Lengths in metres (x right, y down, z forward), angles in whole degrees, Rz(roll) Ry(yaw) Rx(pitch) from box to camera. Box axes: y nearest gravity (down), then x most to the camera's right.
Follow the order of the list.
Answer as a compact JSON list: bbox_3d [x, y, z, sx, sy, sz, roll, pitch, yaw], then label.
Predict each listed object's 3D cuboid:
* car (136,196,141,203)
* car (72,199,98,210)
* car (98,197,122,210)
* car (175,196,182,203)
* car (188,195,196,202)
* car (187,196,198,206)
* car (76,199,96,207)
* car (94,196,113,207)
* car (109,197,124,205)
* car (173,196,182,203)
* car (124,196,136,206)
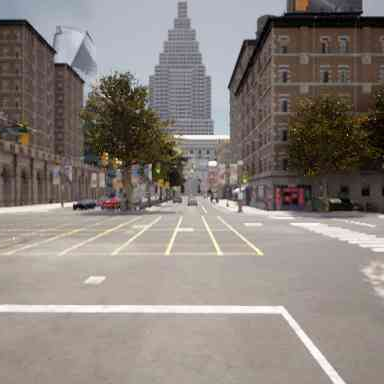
[{"bbox_3d":[-11.503,1.695,67.493,2.097,1.767,4.553,0,0,0],"label":"car"},{"bbox_3d":[-15.075,1.837,46.479,1.895,1.301,4.718,0,0,0],"label":"car"},{"bbox_3d":[-11.571,1.720,47.705,1.882,1.535,5.008,0,0,0],"label":"car"},{"bbox_3d":[-3.504,1.942,87.094,1.837,1.490,4.892,0,0,0],"label":"car"},{"bbox_3d":[-0.004,1.798,87.178,2.097,1.767,4.553,0,0,0],"label":"car"},{"bbox_3d":[0.097,1.876,64.614,2.033,1.411,5.357,0,0,0],"label":"car"},{"bbox_3d":[-18.252,1.887,57.593,1.895,1.301,4.718,0,0,0],"label":"car"},{"bbox_3d":[-15.002,1.640,56.588,2.097,1.767,4.553,0,0,0],"label":"car"},{"bbox_3d":[-15.003,1.816,66.687,1.882,1.535,5.008,0,0,0],"label":"car"},{"bbox_3d":[-3.503,1.934,77.609,2.033,1.411,5.357,0,0,0],"label":"car"},{"bbox_3d":[-11.503,1.797,57.502,1.837,1.490,4.892,0,0,0],"label":"car"}]
